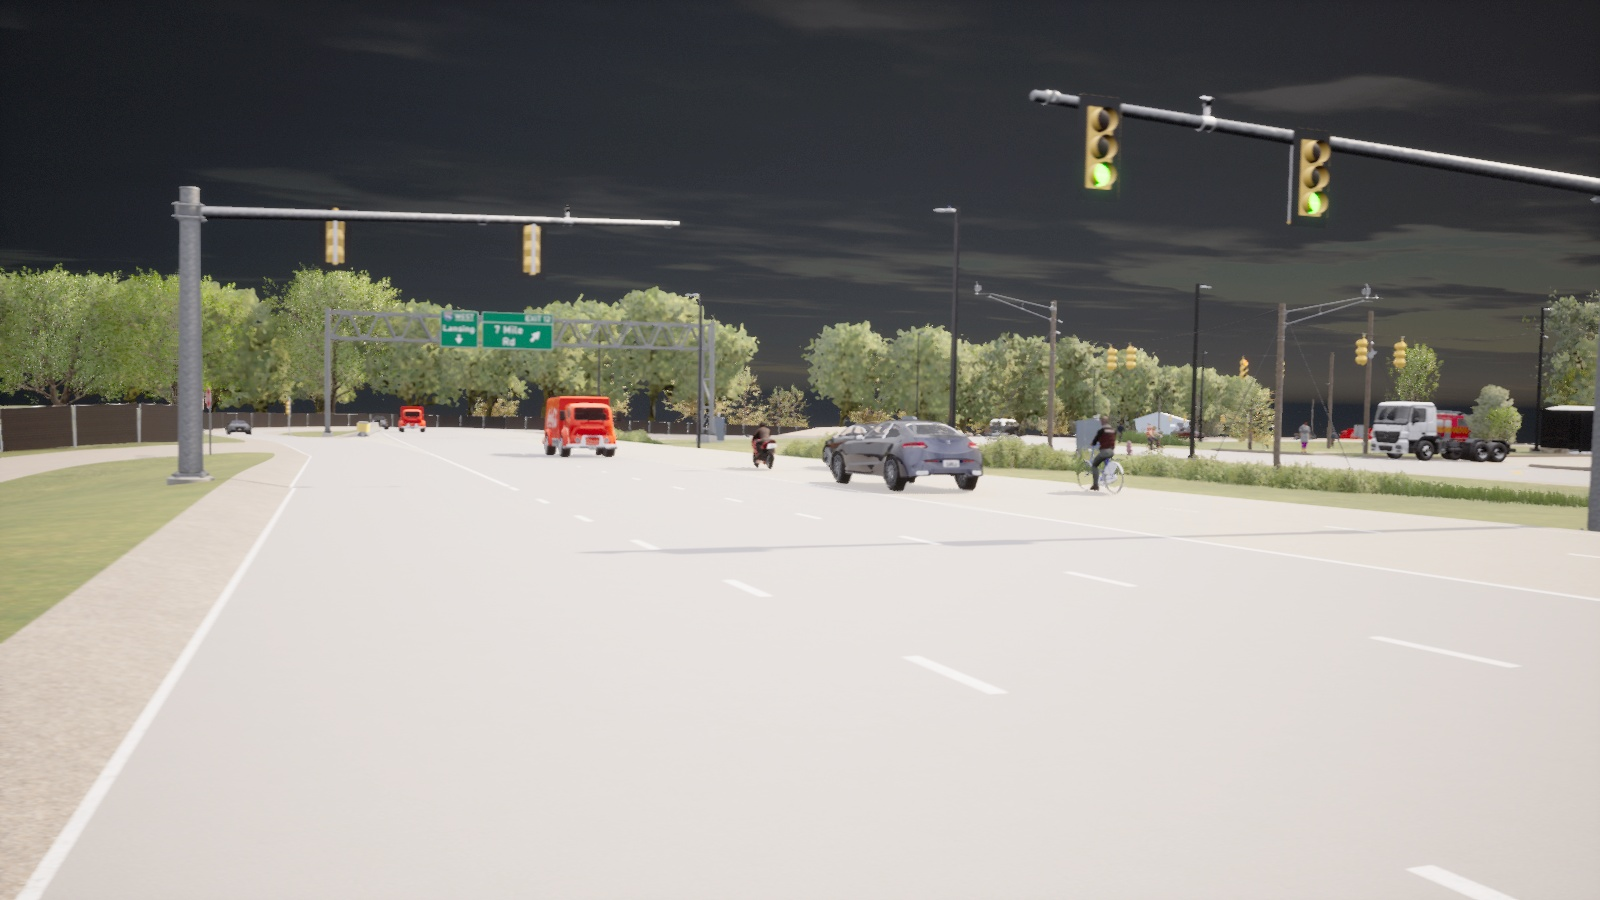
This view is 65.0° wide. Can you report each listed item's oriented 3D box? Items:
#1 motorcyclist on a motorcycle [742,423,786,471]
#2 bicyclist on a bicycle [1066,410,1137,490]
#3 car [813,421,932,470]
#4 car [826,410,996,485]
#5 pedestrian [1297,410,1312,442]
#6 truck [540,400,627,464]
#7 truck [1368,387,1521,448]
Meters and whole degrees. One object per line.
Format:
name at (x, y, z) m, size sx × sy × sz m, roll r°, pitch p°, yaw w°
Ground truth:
motorcyclist on a motorcycle at (-1.175, -0.117, 40.750) m, size 0.797 × 1.523 × 2.044 m, roll -1°, pitch 1°, yaw -20°
bicyclist on a bicycle at (6.901, -0.032, 28.835) m, size 0.659 × 1.776 × 1.843 m, roll -1°, pitch 2°, yaw -20°
car at (2.309, -0.195, 41.410) m, size 2.128 × 1.511 × 4.902 m, roll -1°, pitch 1°, yaw -20°
car at (2.562, -0.118, 30.508) m, size 2.152 × 1.651 × 5.027 m, roll -1°, pitch 1°, yaw -20°
pedestrian at (30.945, -1.470, 76.993) m, size 0.659 × 1.952 × 0.873 m, roll 0°, pitch 3°, yaw 9°
truck at (-9.061, -0.770, 52.115) m, size 2.627 × 2.467 × 5.204 m, roll -1°, pitch 1°, yaw -20°
truck at (37.643, -1.912, 73.413) m, size 7.936 × 3.462 × 2.891 m, roll 0°, pitch 2°, yaw -14°
